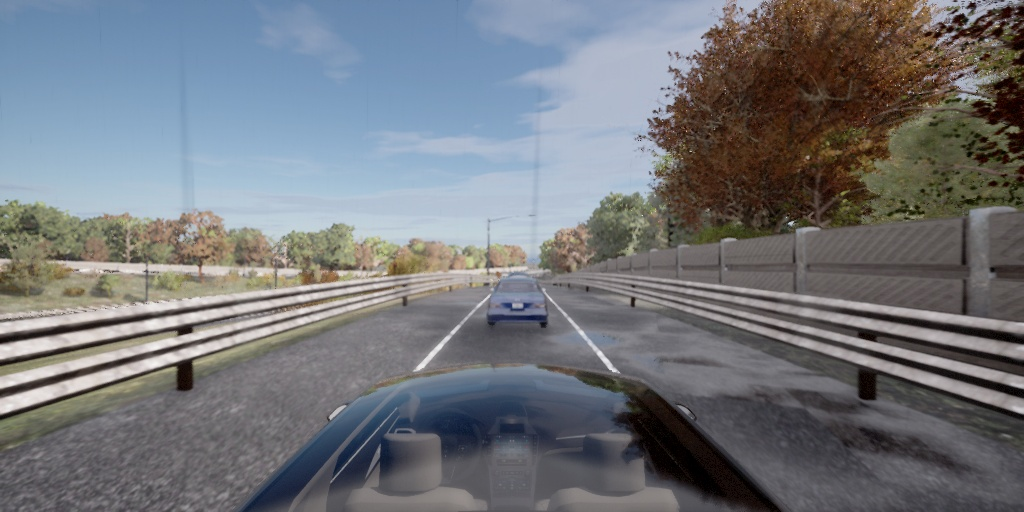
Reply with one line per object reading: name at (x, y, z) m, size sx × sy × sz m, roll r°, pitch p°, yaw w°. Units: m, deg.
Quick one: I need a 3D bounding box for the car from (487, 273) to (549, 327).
car at (0.195, 1.434, 12.115) m, size 2.033 × 1.411 × 5.357 m, roll 0°, pitch -1°, yaw 1°
